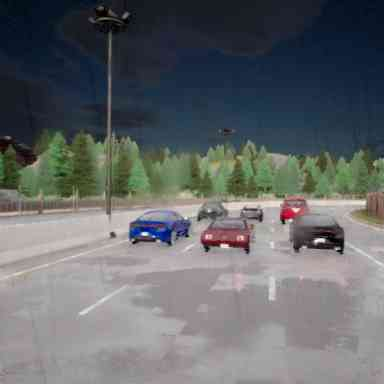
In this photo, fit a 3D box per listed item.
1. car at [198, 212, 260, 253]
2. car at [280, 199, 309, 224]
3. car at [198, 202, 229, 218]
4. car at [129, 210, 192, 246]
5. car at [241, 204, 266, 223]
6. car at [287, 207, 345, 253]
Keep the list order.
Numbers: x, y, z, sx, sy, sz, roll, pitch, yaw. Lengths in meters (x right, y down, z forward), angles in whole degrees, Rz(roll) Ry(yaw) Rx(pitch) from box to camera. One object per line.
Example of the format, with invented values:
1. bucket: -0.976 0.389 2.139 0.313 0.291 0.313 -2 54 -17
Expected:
1. car: 1.772 1.768 14.636 1.895 1.301 4.718 0 -1 14
2. car: 8.567 1.575 27.731 2.150 2.045 5.566 0 0 15
3. car: 2.012 1.683 30.194 2.097 1.767 4.553 0 -1 16
4. car: -1.384 1.641 16.433 1.882 1.535 5.008 0 0 14
5. car: 5.432 1.840 29.443 2.128 1.511 4.902 0 0 16
6. car: 5.417 1.670 14.778 1.882 1.535 5.008 0 0 14
